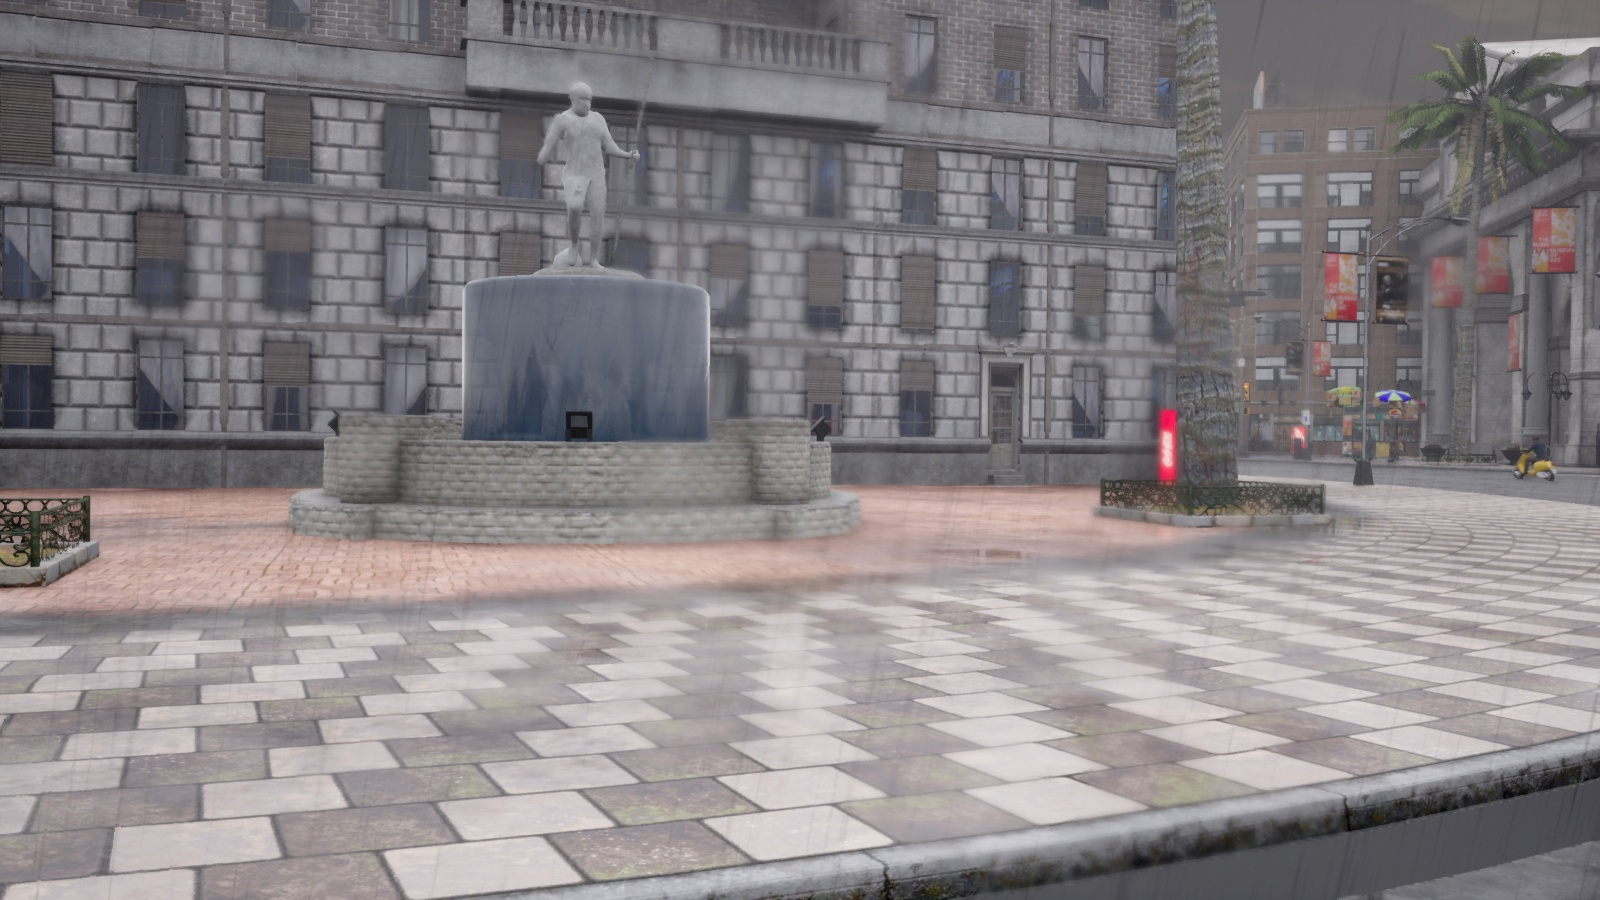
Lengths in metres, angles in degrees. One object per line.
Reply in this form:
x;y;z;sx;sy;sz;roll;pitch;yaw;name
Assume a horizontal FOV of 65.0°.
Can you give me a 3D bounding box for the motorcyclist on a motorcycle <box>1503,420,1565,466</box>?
26.132;-0.259;44.762;0.866;1.590;1.817;-1;1;-15;motorcyclist on a motorcycle
